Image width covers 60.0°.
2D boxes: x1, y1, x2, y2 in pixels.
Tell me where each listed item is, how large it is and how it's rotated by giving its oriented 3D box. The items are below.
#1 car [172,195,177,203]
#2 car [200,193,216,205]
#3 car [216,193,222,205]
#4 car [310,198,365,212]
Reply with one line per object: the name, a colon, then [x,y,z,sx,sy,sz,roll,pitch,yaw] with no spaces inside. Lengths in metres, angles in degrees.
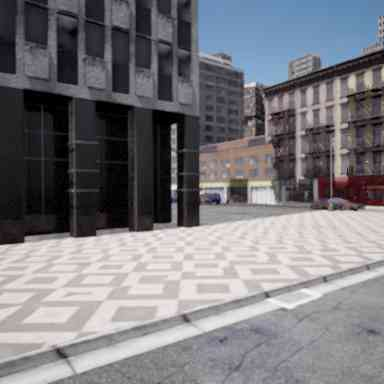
car: [-3.517,1.434,65.445,1.882,1.535,5.008,-1,0,-36]
car: [1.261,1.281,53.752,2.097,1.767,4.553,-1,0,-36]
car: [2.703,1.137,57.046,2.150,2.045,5.566,-1,0,-36]
car: [15.073,1.327,34.848,2.033,1.411,5.357,-1,0,-36]
